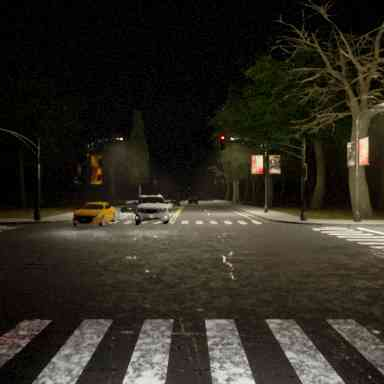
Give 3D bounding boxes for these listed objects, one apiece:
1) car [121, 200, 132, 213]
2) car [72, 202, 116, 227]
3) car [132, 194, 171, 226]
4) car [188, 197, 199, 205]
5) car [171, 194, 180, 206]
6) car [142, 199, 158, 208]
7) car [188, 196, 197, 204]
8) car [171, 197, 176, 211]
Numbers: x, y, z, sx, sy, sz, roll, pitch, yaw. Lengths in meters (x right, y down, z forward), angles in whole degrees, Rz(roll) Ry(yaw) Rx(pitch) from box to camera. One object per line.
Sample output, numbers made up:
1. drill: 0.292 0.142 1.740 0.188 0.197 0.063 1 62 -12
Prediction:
1. car: -6.525 1.591 36.805 1.994 1.385 4.181 0 0 0
2. car: -6.556 1.461 22.760 1.882 1.535 5.008 0 -1 0
3. car: -2.893 1.220 23.721 2.150 2.045 5.566 0 -1 -7
4. car: 0.227 1.672 62.258 2.128 1.511 4.902 0 0 0
5. car: -3.215 1.358 56.367 2.150 2.045 5.566 0 -1 0
6. car: -6.483 1.703 52.111 1.895 1.301 4.718 0 0 0
7. car: 0.197 1.739 72.625 1.882 1.535 5.008 0 0 0
8. car: -3.268 1.637 39.403 1.895 1.301 4.718 0 0 0
